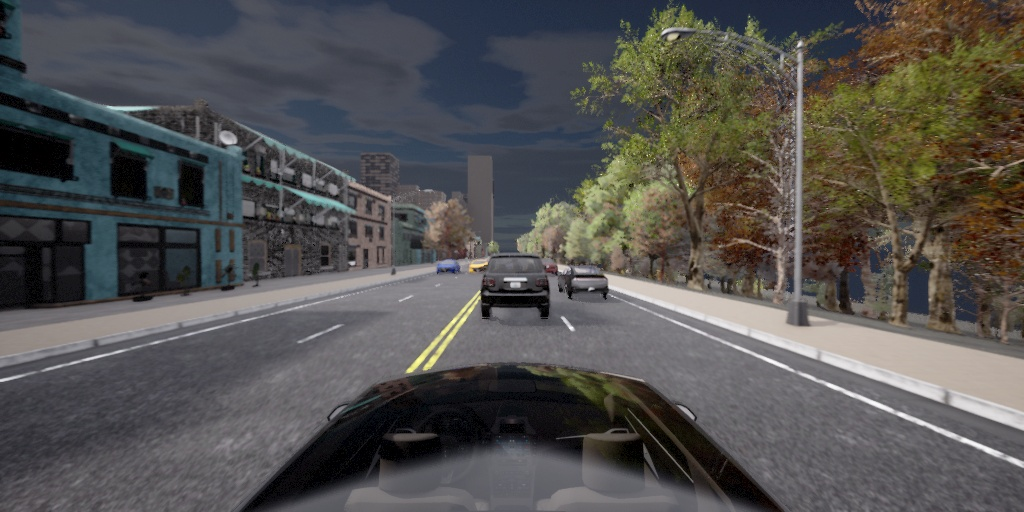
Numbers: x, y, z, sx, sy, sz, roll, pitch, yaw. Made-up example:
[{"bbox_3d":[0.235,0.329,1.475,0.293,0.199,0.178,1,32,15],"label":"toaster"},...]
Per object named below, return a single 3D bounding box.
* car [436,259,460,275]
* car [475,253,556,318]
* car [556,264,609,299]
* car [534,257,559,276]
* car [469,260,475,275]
[{"bbox_3d":[-6.590,1.114,37.471,1.882,1.535,5.008,0,0,0],"label":"car"},{"bbox_3d":[0.100,0.932,12.884,2.150,2.045,5.566,0,0,0],"label":"car"},{"bbox_3d":[3.350,1.191,17.600,2.128,1.511,4.902,0,0,0],"label":"car"},{"bbox_3d":[3.351,0.993,35.916,2.097,1.767,4.553,0,0,0],"label":"car"},{"bbox_3d":[-3.343,1.113,37.494,1.882,1.535,5.008,0,0,0],"label":"car"}]
